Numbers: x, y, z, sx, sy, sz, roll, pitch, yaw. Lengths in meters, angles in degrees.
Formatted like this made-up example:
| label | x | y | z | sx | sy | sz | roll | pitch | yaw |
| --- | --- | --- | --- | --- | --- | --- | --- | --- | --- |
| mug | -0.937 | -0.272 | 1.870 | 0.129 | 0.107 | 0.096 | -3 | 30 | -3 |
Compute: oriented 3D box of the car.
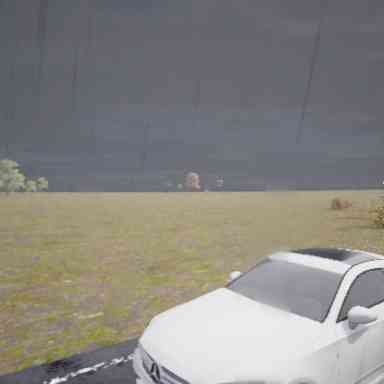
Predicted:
| label | x | y | z | sx | sy | sz | roll | pitch | yaw |
| --- | --- | --- | --- | --- | --- | --- | --- | --- | --- |
| car | 1.572 | 1.512 | 4.238 | 4.674 | 1.442 | 1.812 | 0 | 0 | -34 |
